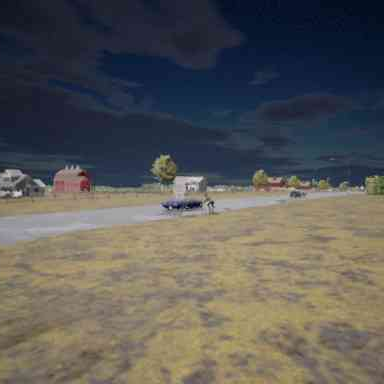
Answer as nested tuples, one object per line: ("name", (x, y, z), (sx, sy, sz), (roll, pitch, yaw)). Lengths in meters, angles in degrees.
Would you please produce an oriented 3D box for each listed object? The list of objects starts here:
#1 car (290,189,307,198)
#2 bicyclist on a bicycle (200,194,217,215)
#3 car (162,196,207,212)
("car", (18.512, 0.238, 57.718), (1.837, 1.490, 4.892), (1, 2, 35))
("bicyclist on a bicycle", (1.294, 1.003, 26.681), (1.656, 1.620, 0.582), (0, 1, 35))
("car", (-0.572, 1.036, 30.819), (1.895, 1.301, 4.718), (1, 2, 36))
